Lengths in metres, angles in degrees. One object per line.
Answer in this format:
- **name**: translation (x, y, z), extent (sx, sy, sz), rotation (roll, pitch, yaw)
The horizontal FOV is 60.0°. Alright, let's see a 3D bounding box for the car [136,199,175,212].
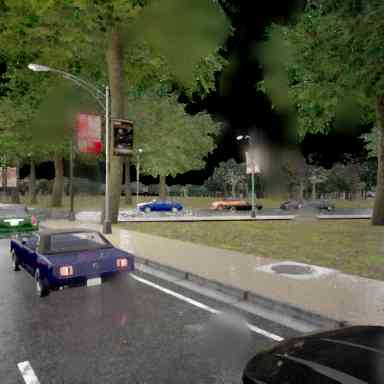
- **car**: translation (-4.547, 1.660, 41.519), extent (4.674, 1.442, 1.812), rotation (0, 0, -16)

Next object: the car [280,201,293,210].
- **car**: translation (14.438, 1.813, 46.300), extent (4.181, 1.385, 1.994), rotation (0, 0, -14)

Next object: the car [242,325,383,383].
- **car**: translation (2.334, 1.478, 1.258), extent (1.882, 1.535, 5.008), rotation (0, 0, -37)

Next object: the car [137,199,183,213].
- **car**: translation (-3.580, 1.613, 38.419), extent (5.008, 1.535, 1.882), rotation (0, 0, -13)

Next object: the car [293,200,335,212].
- **car**: translation (16.238, 1.747, 43.400), extent (4.902, 1.511, 2.128), rotation (0, 0, -14)

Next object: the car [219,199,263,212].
- **car**: translation (6.183, 1.793, 40.878), extent (4.718, 1.301, 1.895), rotation (0, 0, -14)

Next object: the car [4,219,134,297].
- **car**: translation (-3.409, 1.601, 8.754), extent (1.895, 1.301, 4.718), rotation (0, 0, -38)

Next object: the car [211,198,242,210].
- **car**: translation (4.772, 1.540, 43.874), extent (4.553, 1.767, 2.097), rotation (0, 0, -14)

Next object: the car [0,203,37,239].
- **car**: translation (-8.872, 1.353, 15.892), extent (2.097, 1.767, 4.553), rotation (0, 0, -37)
